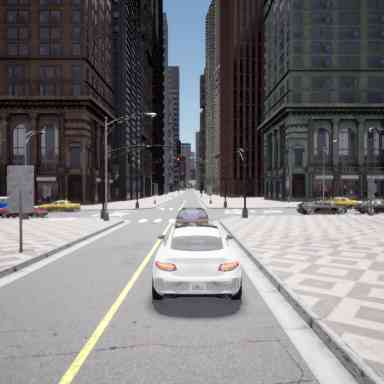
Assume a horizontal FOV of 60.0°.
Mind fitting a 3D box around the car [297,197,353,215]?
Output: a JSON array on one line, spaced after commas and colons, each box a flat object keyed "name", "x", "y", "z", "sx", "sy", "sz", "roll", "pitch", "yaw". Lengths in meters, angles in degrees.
[{"name": "car", "x": 11.682, "y": 1.419, "z": 30.057, "sx": 4.313, "sy": 1.339, "sz": 1.947, "roll": -1, "pitch": 1, "yaw": 0}]

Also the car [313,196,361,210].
[{"name": "car", "x": 16.731, "y": 1.233, "z": 38.571, "sx": 4.829, "sy": 1.417, "sz": 1.752, "roll": -1, "pitch": 1, "yaw": 0}]

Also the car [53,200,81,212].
[{"name": "car", "x": -15.450, "y": 1.585, "z": 38.634, "sx": 4.829, "sy": 1.417, "sz": 1.752, "roll": -1, "pitch": 1, "yaw": 0}]

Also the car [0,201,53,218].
[{"name": "car", "x": -15.286, "y": 1.728, "z": 30.110, "sx": 4.206, "sy": 1.307, "sz": 1.802, "roll": -1, "pitch": 1, "yaw": 0}]

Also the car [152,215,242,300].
[{"name": "car", "x": 0.099, "y": 1.521, "z": 8.247, "sx": 1.812, "sy": 1.442, "sz": 4.674, "roll": 0, "pitch": 0, "yaw": 0}]

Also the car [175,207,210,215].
[{"name": "car", "x": 0.028, "y": 1.533, "z": 17.837, "sx": 2.033, "sy": 1.411, "sz": 5.357, "roll": 0, "pitch": 0, "yaw": 1}]

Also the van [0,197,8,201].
[{"name": "van", "x": -20.962, "y": 1.457, "z": 38.640, "sx": 3.998, "sy": 1.788, "sz": 1.690, "roll": -1, "pitch": 1, "yaw": 0}]

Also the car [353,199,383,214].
[{"name": "car", "x": 17.061, "y": 1.342, "z": 30.046, "sx": 4.403, "sy": 1.369, "sz": 2.008, "roll": -1, "pitch": 1, "yaw": 0}]
